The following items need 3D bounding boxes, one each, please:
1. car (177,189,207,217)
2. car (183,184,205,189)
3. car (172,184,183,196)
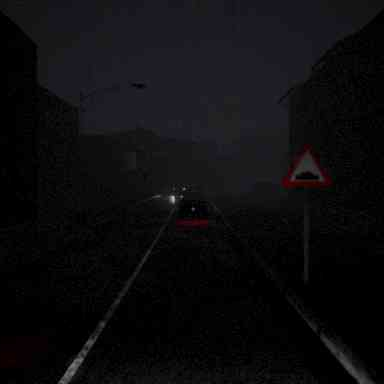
[{"bbox_3d":[0.059,0.848,23.938,1.882,1.535,5.008,0,2,0],"label":"car"},{"bbox_3d":[0.508,-0.035,41.547,2.128,1.511,4.902,0,3,6],"label":"car"},{"bbox_3d":[-1.103,-0.401,48.035,2.097,1.767,4.553,0,2,23],"label":"car"}]
